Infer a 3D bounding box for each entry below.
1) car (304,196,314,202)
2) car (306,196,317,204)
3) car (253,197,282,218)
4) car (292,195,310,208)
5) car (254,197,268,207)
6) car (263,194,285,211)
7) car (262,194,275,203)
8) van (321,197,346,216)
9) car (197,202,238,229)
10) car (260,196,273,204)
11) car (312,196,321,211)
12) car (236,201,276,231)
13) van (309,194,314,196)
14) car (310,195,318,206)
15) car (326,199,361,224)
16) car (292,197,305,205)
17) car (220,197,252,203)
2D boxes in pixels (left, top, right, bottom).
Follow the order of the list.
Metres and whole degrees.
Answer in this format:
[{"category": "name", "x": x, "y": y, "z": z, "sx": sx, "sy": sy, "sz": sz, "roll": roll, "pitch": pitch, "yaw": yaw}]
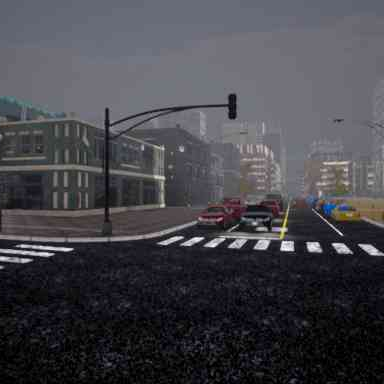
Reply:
[{"category": "car", "x": 27.246, "y": 1.576, "z": 77.598, "sx": 1.947, "sy": 1.339, "sz": 4.313, "roll": 0, "pitch": 0, "yaw": 17}, {"category": "car", "x": 24.091, "y": 1.533, "z": 67.130, "sx": 1.752, "sy": 1.417, "sz": 4.829, "roll": 0, "pitch": 0, "yaw": 17}, {"category": "car", "x": 7.055, "y": 1.480, "z": 30.688, "sx": 1.882, "sy": 1.535, "sz": 5.008, "roll": 0, "pitch": 0, "yaw": 17}, {"category": "car", "x": 16.102, "y": 1.569, "z": 49.619, "sx": 1.994, "sy": 1.385, "sz": 4.181, "roll": 0, "pitch": 0, "yaw": 17}, {"category": "car", "x": 11.161, "y": 1.530, "z": 53.278, "sx": 1.752, "sy": 1.417, "sz": 4.829, "roll": 0, "pitch": 0, "yaw": 17}, {"category": "car", "x": 10.111, "y": 1.225, "z": 40.731, "sx": 2.150, "sy": 2.045, "sz": 5.566, "roll": 0, "pitch": 0, "yaw": 18}, {"category": "car", "x": 16.018, "y": 1.322, "z": 69.384, "sx": 2.192, "sy": 1.841, "sz": 5.009, "roll": 0, "pitch": 0, "yaw": 17}, {"category": "van", "x": 12.826, "y": 1.344, "z": 29.765, "sx": 1.690, "sy": 1.788, "sz": 3.998, "roll": 0, "pitch": 0, "yaw": 17}, {"category": "car", "x": 1.596, "y": 1.583, "z": 21.552, "sx": 1.802, "sy": 1.307, "sz": 4.206, "roll": 0, "pitch": 0, "yaw": 17}, {"category": "car", "x": 14.415, "y": 1.557, "z": 64.070, "sx": 2.008, "sy": 1.369, "sz": 4.403, "roll": 0, "pitch": 0, "yaw": 17}, {"category": "car", "x": 16.029, "y": 1.555, "z": 40.394, "sx": 2.008, "sy": 1.369, "sz": 4.403, "roll": 0, "pitch": 0, "yaw": 17}, {"category": "car", "x": 4.163, "y": 1.527, "z": 21.080, "sx": 1.812, "sy": 1.442, "sz": 4.674, "roll": 0, "pitch": 0, "yaw": 15}, {"category": "van", "x": 22.441, "y": 1.348, "z": 61.652, "sx": 1.690, "sy": 1.788, "sz": 3.998, "roll": 0, "pitch": 0, "yaw": 17}, {"category": "car", "x": 19.235, "y": 1.571, "z": 51.024, "sx": 1.947, "sy": 1.339, "sz": 4.313, "roll": 0, "pitch": 0, "yaw": 17}, {"category": "car", "x": 11.271, "y": 1.527, "z": 24.613, "sx": 1.752, "sy": 1.417, "sz": 4.829, "roll": 0, "pitch": 0, "yaw": 17}, {"category": "car", "x": 18.883, "y": 1.554, "z": 59.186, "sx": 2.033, "sy": 1.411, "sz": 5.357, "roll": 0, "pitch": 0, "yaw": 17}, {"category": "car", "x": 3.199, "y": 1.316, "z": 26.866, "sx": 2.192, "sy": 1.841, "sz": 5.009, "roll": 0, "pitch": 0, "yaw": 17}]
